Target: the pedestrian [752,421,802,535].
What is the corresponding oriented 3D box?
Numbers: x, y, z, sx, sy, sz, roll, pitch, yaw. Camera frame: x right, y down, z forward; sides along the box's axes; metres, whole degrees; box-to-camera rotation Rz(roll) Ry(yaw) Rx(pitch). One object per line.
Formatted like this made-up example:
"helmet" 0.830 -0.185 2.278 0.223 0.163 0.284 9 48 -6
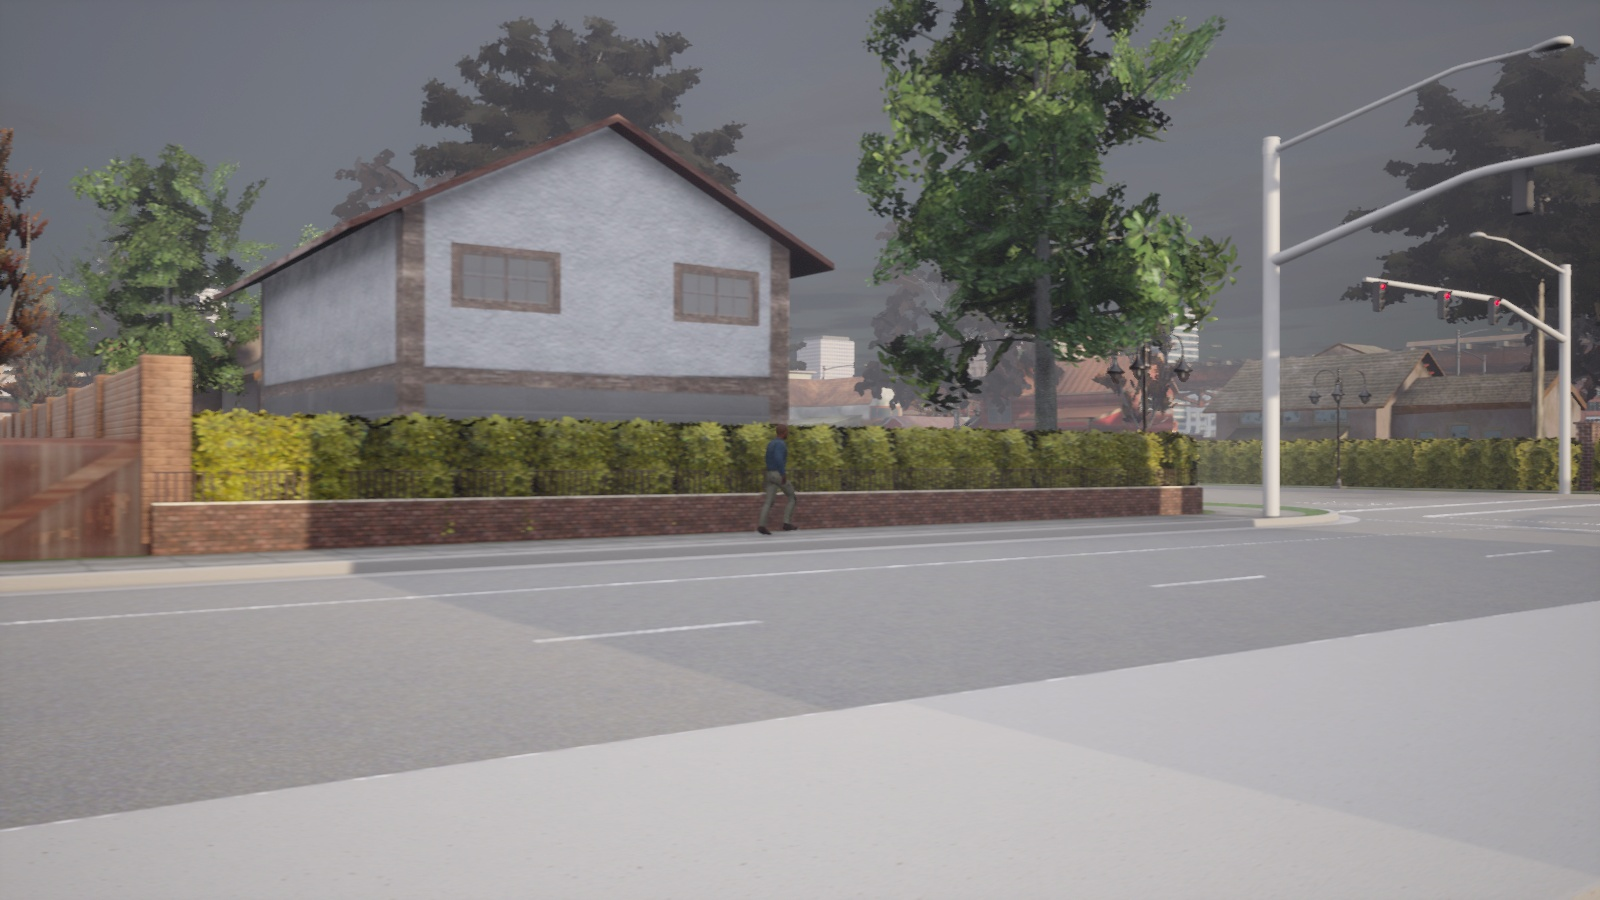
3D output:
"pedestrian" -0.372 0.451 20.511 0.726 1.835 0.370 0 0 -34
